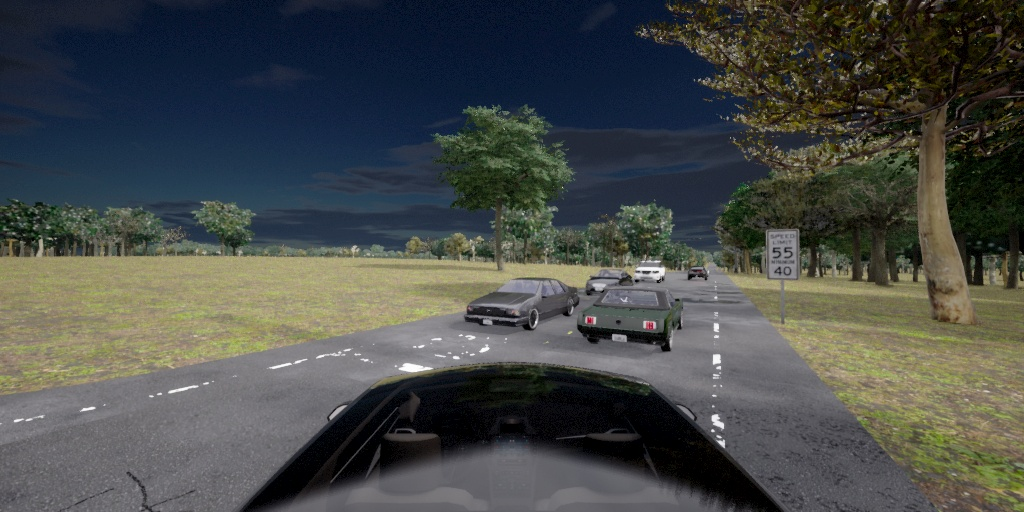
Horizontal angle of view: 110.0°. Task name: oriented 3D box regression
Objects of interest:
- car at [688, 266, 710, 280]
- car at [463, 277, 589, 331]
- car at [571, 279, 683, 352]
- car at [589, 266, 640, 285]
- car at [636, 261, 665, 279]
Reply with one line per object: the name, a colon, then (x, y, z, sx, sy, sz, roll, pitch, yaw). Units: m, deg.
car: (20.321, 1.847, 39.178, 1.837, 1.490, 4.892, 0, -1, 30)
car: (0.653, 1.425, 11.951, 2.033, 1.411, 5.357, 0, -1, 29)
car: (3.335, 1.449, 9.382, 1.895, 1.301, 4.718, 0, -1, 30)
car: (5.770, 1.515, 20.958, 2.128, 1.511, 4.902, 0, -1, 30)
car: (13.022, 1.456, 33.735, 2.150, 2.045, 5.566, 0, -1, 29)
